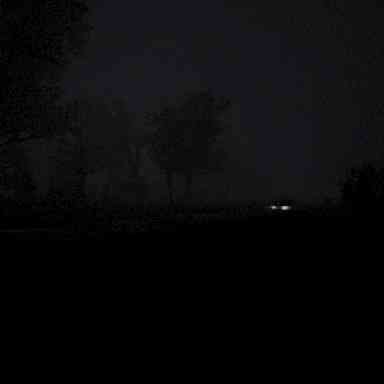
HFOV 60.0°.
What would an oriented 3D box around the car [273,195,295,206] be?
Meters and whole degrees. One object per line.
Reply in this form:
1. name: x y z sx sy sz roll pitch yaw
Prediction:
1. car: 13.318 1.246 48.058 1.837 1.490 4.892 -1 0 35
